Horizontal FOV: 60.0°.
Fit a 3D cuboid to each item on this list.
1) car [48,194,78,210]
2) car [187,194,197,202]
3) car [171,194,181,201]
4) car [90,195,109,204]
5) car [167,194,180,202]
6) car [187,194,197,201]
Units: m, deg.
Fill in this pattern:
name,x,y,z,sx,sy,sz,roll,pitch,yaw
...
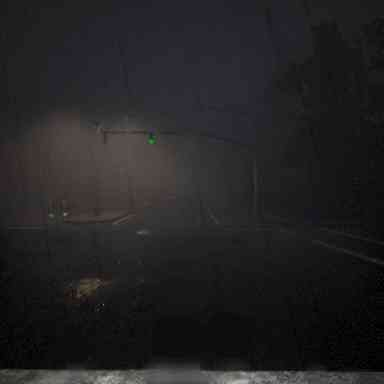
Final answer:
name,x,y,z,sx,sy,sz,roll,pitch,yaw
car,-15.089,1.111,39.201,2.097,1.767,4.553,0,0,0
car,0.003,1.103,60.983,1.882,1.535,5.008,0,0,0
car,-3.497,1.124,71.431,1.895,1.301,4.718,0,0,0
car,-15.050,1.211,54.729,2.033,1.411,5.357,0,0,1
car,-3.497,1.117,60.984,2.128,1.511,4.902,0,0,0
car,0.003,1.081,71.400,1.994,1.385,4.181,0,0,0
